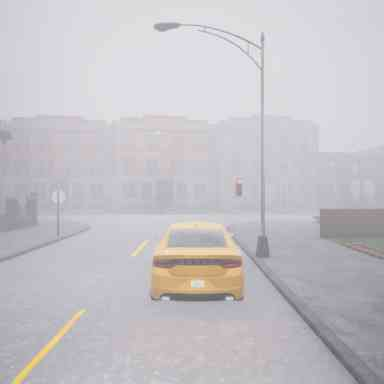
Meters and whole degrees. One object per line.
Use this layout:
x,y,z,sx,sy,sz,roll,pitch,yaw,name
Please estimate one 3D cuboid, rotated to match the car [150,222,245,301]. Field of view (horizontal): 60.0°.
0.107,1.478,8.375,1.882,1.535,5.008,0,0,0,car
